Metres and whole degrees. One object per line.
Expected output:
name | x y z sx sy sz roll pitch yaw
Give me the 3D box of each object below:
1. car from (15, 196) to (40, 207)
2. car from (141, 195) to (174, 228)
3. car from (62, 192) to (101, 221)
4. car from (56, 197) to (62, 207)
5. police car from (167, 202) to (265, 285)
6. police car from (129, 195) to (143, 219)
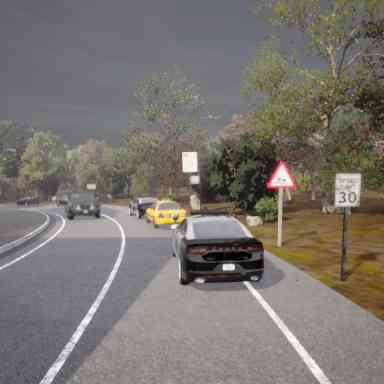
car | -26.715 1.485 53.801 5.008 1.535 1.882 -2 3 34
car | -1.614 1.167 19.726 1.801 1.575 5.366 -2 1 -16
car | -8.465 1.014 25.545 2.150 2.045 5.566 -2 1 -24
car | -16.494 1.052 44.549 2.097 1.767 4.553 -5 3 -42
police car | 0.460 1.301 9.409 1.930 1.638 5.238 -1 1 -7
police car | -3.605 1.060 25.589 1.930 1.638 5.238 -2 1 -21
